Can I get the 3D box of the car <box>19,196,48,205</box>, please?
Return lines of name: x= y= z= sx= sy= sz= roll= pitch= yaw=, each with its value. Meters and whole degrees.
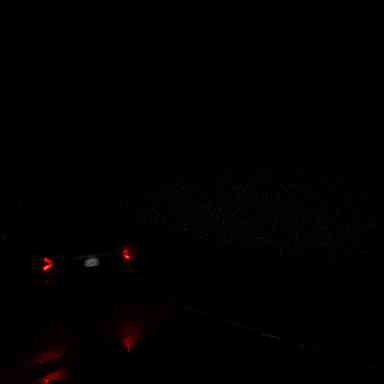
car: x=-18.569 y=1.440 z=38.547 sx=1.812 sy=1.442 sz=4.674 roll=0 pitch=0 yaw=-9

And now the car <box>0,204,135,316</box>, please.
car: x=-3.264 y=1.342 z=7.888 sx=2.097 sy=1.767 sz=4.553 roll=1 pitch=0 yaw=-40

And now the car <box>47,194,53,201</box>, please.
car: x=-30.095 y=1.177 z=67.977 sx=1.882 sy=1.535 sz=5.008 roll=1 pitch=0 yaw=1

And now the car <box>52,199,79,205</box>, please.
car: x=-15.361 y=1.512 z=41.123 sx=1.994 sy=1.385 sz=4.181 roll=1 pitch=0 yaw=-8
